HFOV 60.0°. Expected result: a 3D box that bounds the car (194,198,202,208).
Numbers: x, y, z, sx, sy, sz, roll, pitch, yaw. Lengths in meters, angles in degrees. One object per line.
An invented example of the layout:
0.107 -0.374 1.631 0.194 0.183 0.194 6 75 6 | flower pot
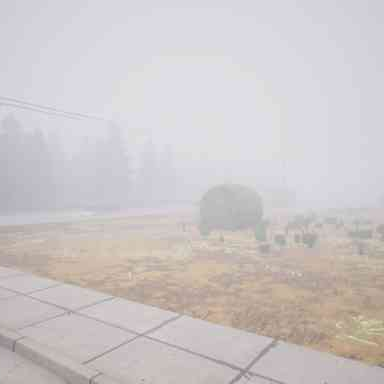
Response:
2.043 1.552 47.183 1.812 1.442 4.674 0 0 36 | car

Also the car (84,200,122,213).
-9.917 1.590 37.195 1.994 1.385 4.181 0 0 36 | car
